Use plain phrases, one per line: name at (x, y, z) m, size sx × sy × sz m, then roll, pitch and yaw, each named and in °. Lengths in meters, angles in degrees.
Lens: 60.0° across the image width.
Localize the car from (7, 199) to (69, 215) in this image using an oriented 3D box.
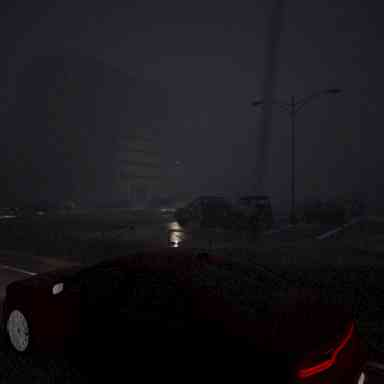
car at (-15.730, 1.547, 33.846) m, size 2.033 × 1.411 × 5.357 m, roll 0°, pitch 0°, yaw 34°

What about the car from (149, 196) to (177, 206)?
car at (-4.815, 1.491, 56.327) m, size 2.128 × 1.511 × 4.902 m, roll 0°, pitch 0°, yaw 34°

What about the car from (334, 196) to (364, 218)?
car at (15.329, 1.395, 32.023) m, size 1.970 × 1.475 × 3.806 m, roll 0°, pitch 0°, yaw 34°

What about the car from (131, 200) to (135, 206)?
car at (-10.521, 1.547, 47.890) m, size 2.033 × 1.411 × 5.357 m, roll 0°, pitch 0°, yaw 33°

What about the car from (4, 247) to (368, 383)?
car at (-0.533, 1.478, 4.369) m, size 5.008 × 1.535 × 1.882 m, roll 0°, pitch 0°, yaw 35°

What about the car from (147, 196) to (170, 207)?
car at (-4.715, 1.492, 50.239) m, size 2.128 × 1.511 × 4.902 m, roll 0°, pitch 0°, yaw 34°

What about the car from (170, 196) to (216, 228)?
car at (0.939, 1.153, 20.732) m, size 1.932 × 1.855 × 4.605 m, roll 0°, pitch 0°, yaw 34°

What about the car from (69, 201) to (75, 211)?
car at (-16.182, 1.526, 39.434) m, size 1.812 × 1.442 × 4.674 m, roll 0°, pitch 0°, yaw 34°

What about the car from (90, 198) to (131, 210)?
car at (-10.388, 1.601, 41.808) m, size 1.895 × 1.301 × 4.718 m, roll 0°, pitch 0°, yaw 34°

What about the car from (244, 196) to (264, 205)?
car at (11.491, 1.526, 61.506) m, size 1.812 × 1.442 × 4.674 m, roll 0°, pitch 0°, yaw 34°

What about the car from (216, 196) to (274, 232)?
car at (3.306, 1.156, 19.066) m, size 1.905 × 1.878 × 3.866 m, roll 0°, pitch 0°, yaw 34°
